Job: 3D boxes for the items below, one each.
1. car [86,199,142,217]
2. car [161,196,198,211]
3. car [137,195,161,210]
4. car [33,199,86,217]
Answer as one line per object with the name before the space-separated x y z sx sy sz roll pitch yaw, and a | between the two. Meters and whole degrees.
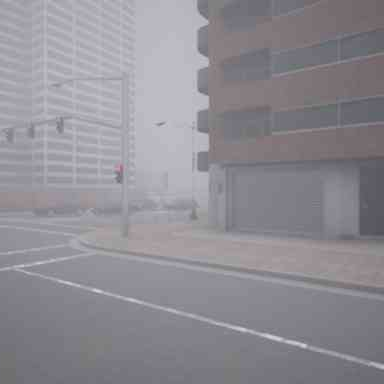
car | -7.402 1.595 32.079 1.895 1.301 4.718 0 0 35
car | -1.336 1.541 40.666 2.033 1.411 5.357 0 0 35
car | -6.264 1.497 39.763 1.837 1.490 4.892 0 0 35
car | -12.272 1.471 31.245 1.882 1.535 5.008 0 0 35
